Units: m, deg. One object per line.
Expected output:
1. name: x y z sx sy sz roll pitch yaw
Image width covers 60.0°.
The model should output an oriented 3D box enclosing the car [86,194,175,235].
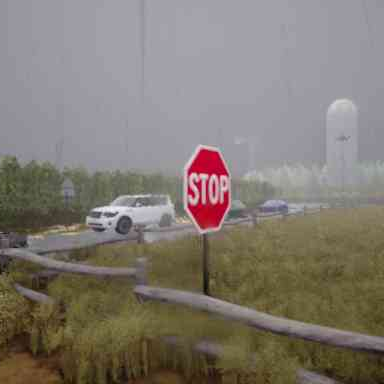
1. car: -3.260 1.153 18.895 2.150 2.045 5.566 0 -1 36

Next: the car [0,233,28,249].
1. car: -5.917 1.430 7.831 2.033 1.411 5.357 1 1 0

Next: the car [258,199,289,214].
1. car: 8.719 1.548 35.488 1.882 1.535 5.008 0 0 36

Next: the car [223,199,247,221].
1. car: 2.672 1.367 27.131 2.097 1.767 4.553 0 0 36
